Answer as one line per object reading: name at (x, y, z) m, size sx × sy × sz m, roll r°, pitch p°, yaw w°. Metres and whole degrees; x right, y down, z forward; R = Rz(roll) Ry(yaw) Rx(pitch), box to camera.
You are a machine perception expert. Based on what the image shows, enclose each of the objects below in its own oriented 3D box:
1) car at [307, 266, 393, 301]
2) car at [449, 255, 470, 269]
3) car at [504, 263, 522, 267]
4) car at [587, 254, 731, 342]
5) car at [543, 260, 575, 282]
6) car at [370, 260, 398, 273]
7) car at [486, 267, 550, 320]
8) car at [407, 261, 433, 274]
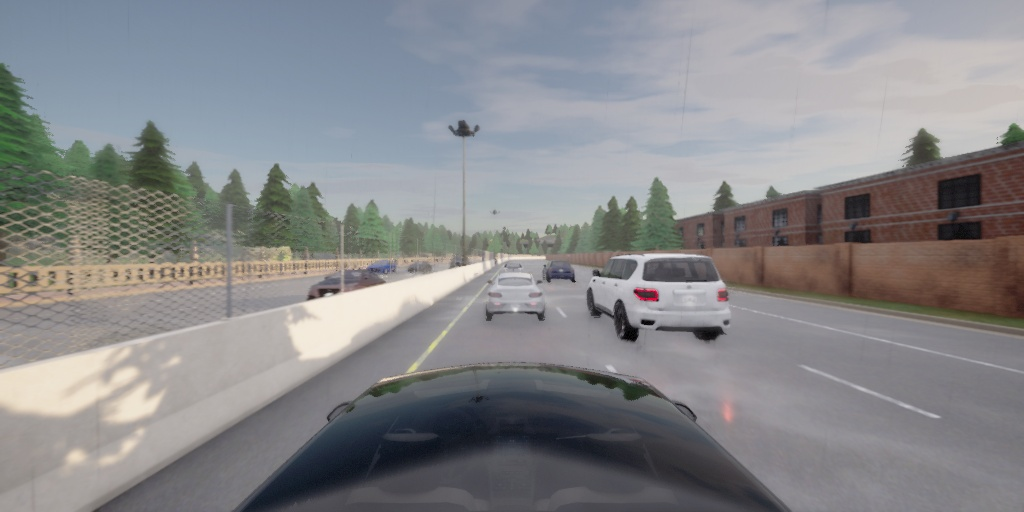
car at (-7.098, 1.304, 15.847) m, size 1.994 × 1.385 × 4.181 m, roll 0°, pitch 0°, yaw 0°
car at (-7.041, 0.940, 48.805) m, size 2.150 × 2.045 × 5.566 m, roll 0°, pitch 0°, yaw 1°
car at (0.099, 1.330, 33.924) m, size 1.895 × 1.301 × 4.718 m, roll 0°, pitch 0°, yaw 0°
car at (3.614, 0.966, 9.928) m, size 2.150 × 2.045 × 5.566 m, roll 0°, pitch 0°, yaw 0°
car at (3.599, 1.085, 28.238) m, size 2.097 × 1.767 × 4.553 m, roll 0°, pitch 0°, yaw 0°
car at (-14.088, 1.203, 39.217) m, size 1.882 × 1.535 × 5.008 m, roll 0°, pitch 0°, yaw 0°
car at (0.100, 1.269, 12.455) m, size 1.812 × 1.442 × 4.674 m, roll 0°, pitch 0°, yaw 0°
car at (-10.594, 1.271, 41.763) m, size 2.033 × 1.411 × 5.357 m, roll 0°, pitch 0°, yaw 0°
